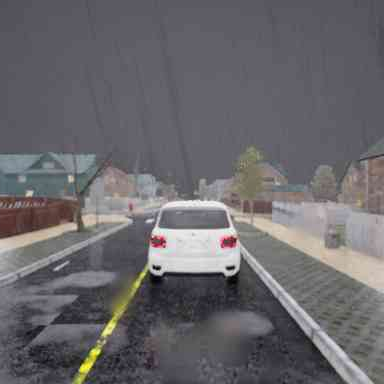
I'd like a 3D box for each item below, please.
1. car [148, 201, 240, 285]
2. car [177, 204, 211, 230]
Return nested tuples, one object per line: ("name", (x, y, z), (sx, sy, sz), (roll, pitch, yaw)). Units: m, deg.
("car", (0.097, 1.274, 9.809), (2.150, 2.045, 5.566), (0, -1, 1))
("car", (0.254, 1.628, 23.150), (2.128, 1.511, 4.902), (0, 0, 4))
